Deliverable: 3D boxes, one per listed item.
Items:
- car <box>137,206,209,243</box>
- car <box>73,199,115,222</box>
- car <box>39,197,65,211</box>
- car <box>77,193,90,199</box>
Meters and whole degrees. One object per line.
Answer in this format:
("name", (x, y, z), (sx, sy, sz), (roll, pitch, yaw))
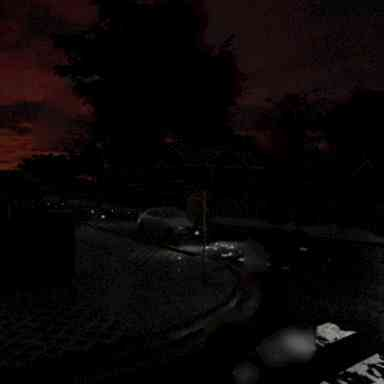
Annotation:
("car", (-1.090, 1.454, 16.123), (1.812, 1.442, 4.674), (-1, 1, -34))
("car", (-7.588, 1.450, 25.499), (1.895, 1.301, 4.718), (-1, 1, -35))
("car", (-15.837, 1.282, 37.439), (1.812, 1.442, 4.674), (-1, 1, -34))
("car", (-28.608, 1.119, 88.092), (2.097, 1.767, 4.553), (0, 0, 5))
